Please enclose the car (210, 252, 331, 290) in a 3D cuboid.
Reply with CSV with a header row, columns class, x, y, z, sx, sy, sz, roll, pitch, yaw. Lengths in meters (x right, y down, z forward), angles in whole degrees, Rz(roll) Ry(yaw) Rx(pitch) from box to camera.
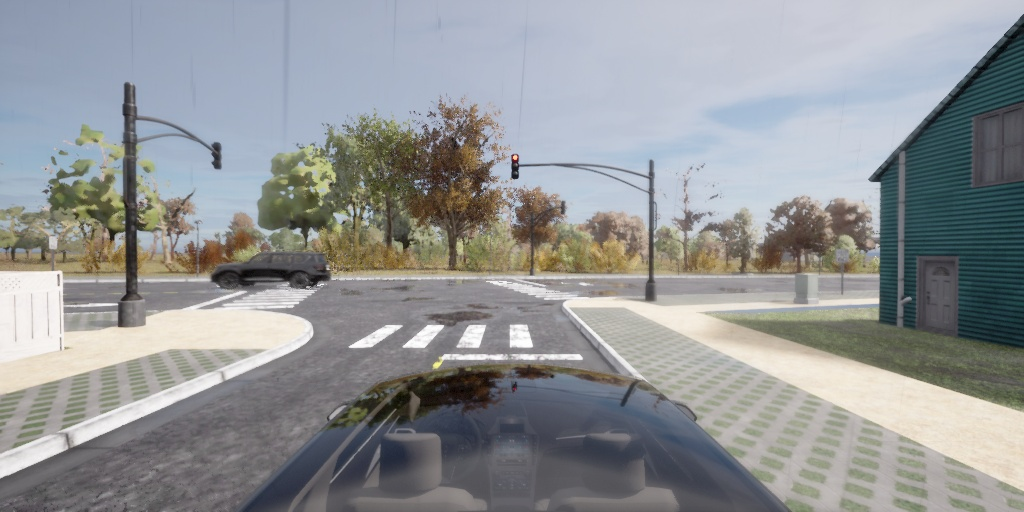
class,x,y,z,sx,sy,sz,roll,pitch,yaw
car,-13.186,0.773,19.938,5.566,2.045,2.150,1,-1,-13
